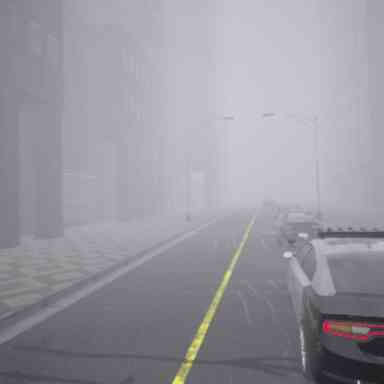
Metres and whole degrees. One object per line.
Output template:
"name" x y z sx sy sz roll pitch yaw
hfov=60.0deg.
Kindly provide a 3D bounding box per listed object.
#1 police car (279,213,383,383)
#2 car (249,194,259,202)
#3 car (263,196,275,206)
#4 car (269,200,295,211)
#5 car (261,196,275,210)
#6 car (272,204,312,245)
"police car" 2.570 1.386 5.334 1.930 1.638 5.238 -2 0 13
"car" 15.710 1.546 82.371 1.882 1.535 5.008 -2 -1 13
"car" 12.869 1.453 55.786 1.882 1.535 5.008 -2 0 13
"car" 6.022 1.461 20.846 1.837 1.490 4.892 -2 0 13
"car" 9.893 1.501 42.264 1.812 1.442 4.674 -2 0 13
"car" 4.721 1.484 14.988 1.812 1.442 4.674 -2 0 13
